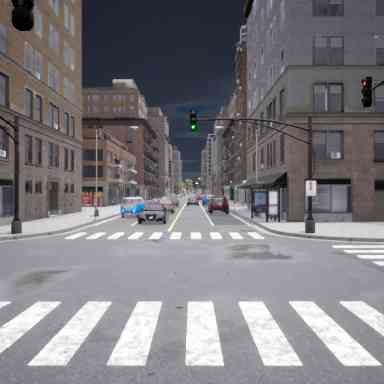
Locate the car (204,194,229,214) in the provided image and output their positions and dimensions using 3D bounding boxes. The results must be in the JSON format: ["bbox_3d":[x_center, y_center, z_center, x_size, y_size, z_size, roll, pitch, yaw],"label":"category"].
[{"bbox_3d":[2.773,1.326,35.367,2.192,1.841,5.009,0,0,0],"label":"car"}]

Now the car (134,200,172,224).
[{"bbox_3d":[-2.802,1.572,24.770,1.994,1.385,4.181,0,0,0],"label":"car"}]

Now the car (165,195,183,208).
[{"bbox_3d":[-2.736,1.518,48.265,1.837,1.490,4.892,0,0,0],"label":"car"}]

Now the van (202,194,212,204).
[{"bbox_3d":[2.803,1.359,62.399,1.690,1.788,3.998,0,0,0],"label":"van"}]

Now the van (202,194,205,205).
[{"bbox_3d":[2.791,1.356,51.586,1.690,1.788,3.998,0,0,0],"label":"van"}]

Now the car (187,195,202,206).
[{"bbox_3d":[0.166,1.580,55.483,1.994,1.385,4.181,0,0,1],"label":"car"}]

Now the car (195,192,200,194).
[{"bbox_3d":[2.432,1.375,84.882,2.097,1.767,4.553,0,0,0],"label":"car"}]

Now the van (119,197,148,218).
[{"bbox_3d":[-5.350,1.351,29.976,1.690,1.788,3.998,0,0,0],"label":"van"}]

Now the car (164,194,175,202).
[{"bbox_3d":[-5.239,1.336,78.632,2.192,1.841,5.009,0,0,0],"label":"car"}]

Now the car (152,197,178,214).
[{"bbox_3d":[-2.780,1.537,35.071,1.812,1.442,4.674,0,0,0],"label":"car"}]
